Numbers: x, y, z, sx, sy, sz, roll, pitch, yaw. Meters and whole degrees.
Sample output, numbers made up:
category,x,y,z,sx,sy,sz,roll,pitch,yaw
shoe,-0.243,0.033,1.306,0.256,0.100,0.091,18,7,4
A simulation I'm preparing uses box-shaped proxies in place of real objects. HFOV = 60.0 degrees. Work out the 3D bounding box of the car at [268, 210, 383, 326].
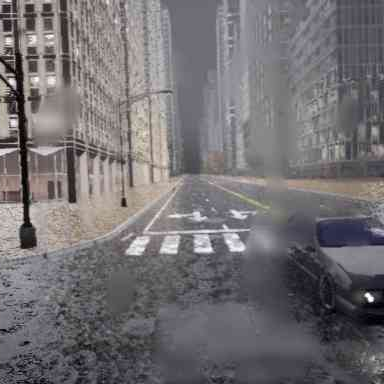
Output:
category,x,y,z,sx,sy,sz,roll,pitch,yaw
car,3.023,1.136,6.998,2.033,1.411,5.357,-2,4,-1
